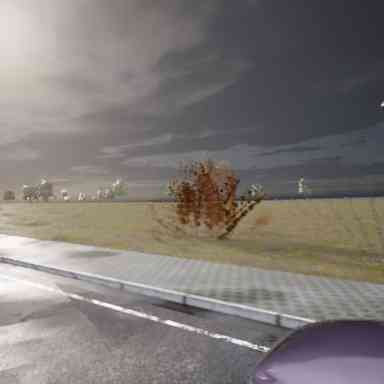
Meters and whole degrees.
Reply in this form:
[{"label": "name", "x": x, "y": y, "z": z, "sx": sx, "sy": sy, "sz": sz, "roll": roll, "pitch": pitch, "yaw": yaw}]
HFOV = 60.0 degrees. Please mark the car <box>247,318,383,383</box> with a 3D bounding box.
[{"label": "car", "x": 2.633, "y": 1.415, "z": 1.679, "sx": 4.856, "sy": 1.649, "sz": 2.033, "roll": -1, "pitch": -1, "yaw": 35}]
